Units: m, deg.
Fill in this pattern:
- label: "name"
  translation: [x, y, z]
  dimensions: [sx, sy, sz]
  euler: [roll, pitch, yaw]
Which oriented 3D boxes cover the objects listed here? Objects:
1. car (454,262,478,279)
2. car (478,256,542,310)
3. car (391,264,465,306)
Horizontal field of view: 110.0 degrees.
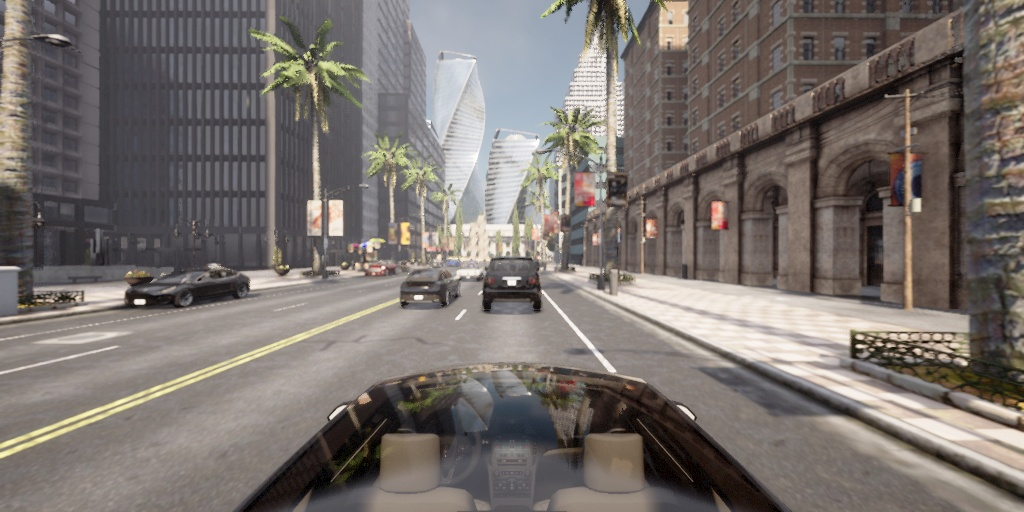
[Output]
- label: "car"
  translation: [-3.461, 1.398, 30.571]
  dimensions: [1.895, 1.301, 4.718]
  euler: [0, 0, 0]
- label: "car"
  translation: [0.008, 0.996, 14.877]
  dimensions: [2.150, 2.045, 5.566]
  euler: [0, 0, 0]
- label: "car"
  translation: [-3.482, 1.280, 15.835]
  dimensions: [1.837, 1.490, 4.892]
  euler: [0, 0, 0]
